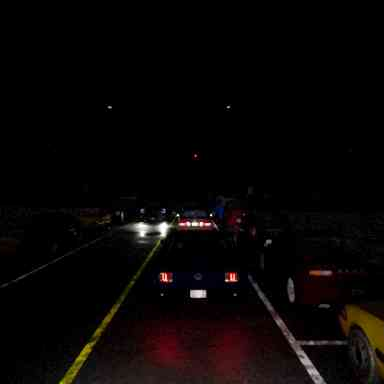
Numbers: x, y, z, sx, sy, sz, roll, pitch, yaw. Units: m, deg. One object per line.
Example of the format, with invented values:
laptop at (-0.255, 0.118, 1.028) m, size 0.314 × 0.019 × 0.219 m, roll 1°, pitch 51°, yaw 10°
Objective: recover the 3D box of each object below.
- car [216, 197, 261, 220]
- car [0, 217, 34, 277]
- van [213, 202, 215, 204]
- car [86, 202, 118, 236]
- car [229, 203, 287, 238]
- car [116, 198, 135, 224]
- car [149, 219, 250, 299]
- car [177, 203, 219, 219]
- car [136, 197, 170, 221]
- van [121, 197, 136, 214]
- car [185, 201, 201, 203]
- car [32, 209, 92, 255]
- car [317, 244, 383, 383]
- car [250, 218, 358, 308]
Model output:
car at (2.806, 1.314, 18.665) m, size 2.192 × 1.841 × 5.009 m, roll 0°, pitch 0°, yaw 0°
car at (-5.747, 1.524, 7.641) m, size 1.752 × 1.417 × 4.829 m, roll 0°, pitch 0°, yaw 0°
van at (2.833, 1.341, 29.540) m, size 1.690 × 1.788 × 3.998 m, roll 0°, pitch 0°, yaw 0°
car at (-5.720, 1.524, 18.516) m, size 1.752 × 1.417 × 4.829 m, roll 0°, pitch 0°, yaw 0°
car at (2.792, 1.439, 13.227) m, size 1.967 × 1.590 × 4.097 m, roll 0°, pitch 0°, yaw 0°
car at (-5.706, 1.439, 24.124) m, size 1.967 × 1.590 × 4.097 m, roll 0°, pitch 0°, yaw 0°
car at (0.121, 1.600, 8.381) m, size 1.895 × 1.301 × 4.718 m, roll 0°, pitch 0°, yaw 0°
car at (0.141, 1.546, 17.972) m, size 2.033 × 1.411 × 5.357 m, roll 0°, pitch 0°, yaw 0°
car at (-2.935, 1.417, 26.969) m, size 2.097 × 1.767 × 4.553 m, roll 0°, pitch 0°, yaw 0°
van at (-5.693, 1.341, 29.561) m, size 1.690 × 1.788 × 3.998 m, roll 0°, pitch 0°, yaw 0°
car at (0.065, 1.477, 27.799) m, size 1.882 × 1.535 × 5.008 m, roll 0°, pitch 0°, yaw 0°
car at (-5.733, 1.564, 13.248) m, size 1.947 × 1.339 × 4.313 m, roll 0°, pitch 0°, yaw 0°
car at (2.766, 1.525, 2.522) m, size 1.752 × 1.417 × 4.829 m, roll 0°, pitch 0°, yaw 0°
car at (2.779, 1.543, 7.790) m, size 1.887 × 1.381 × 4.507 m, roll 0°, pitch 0°, yaw 0°
